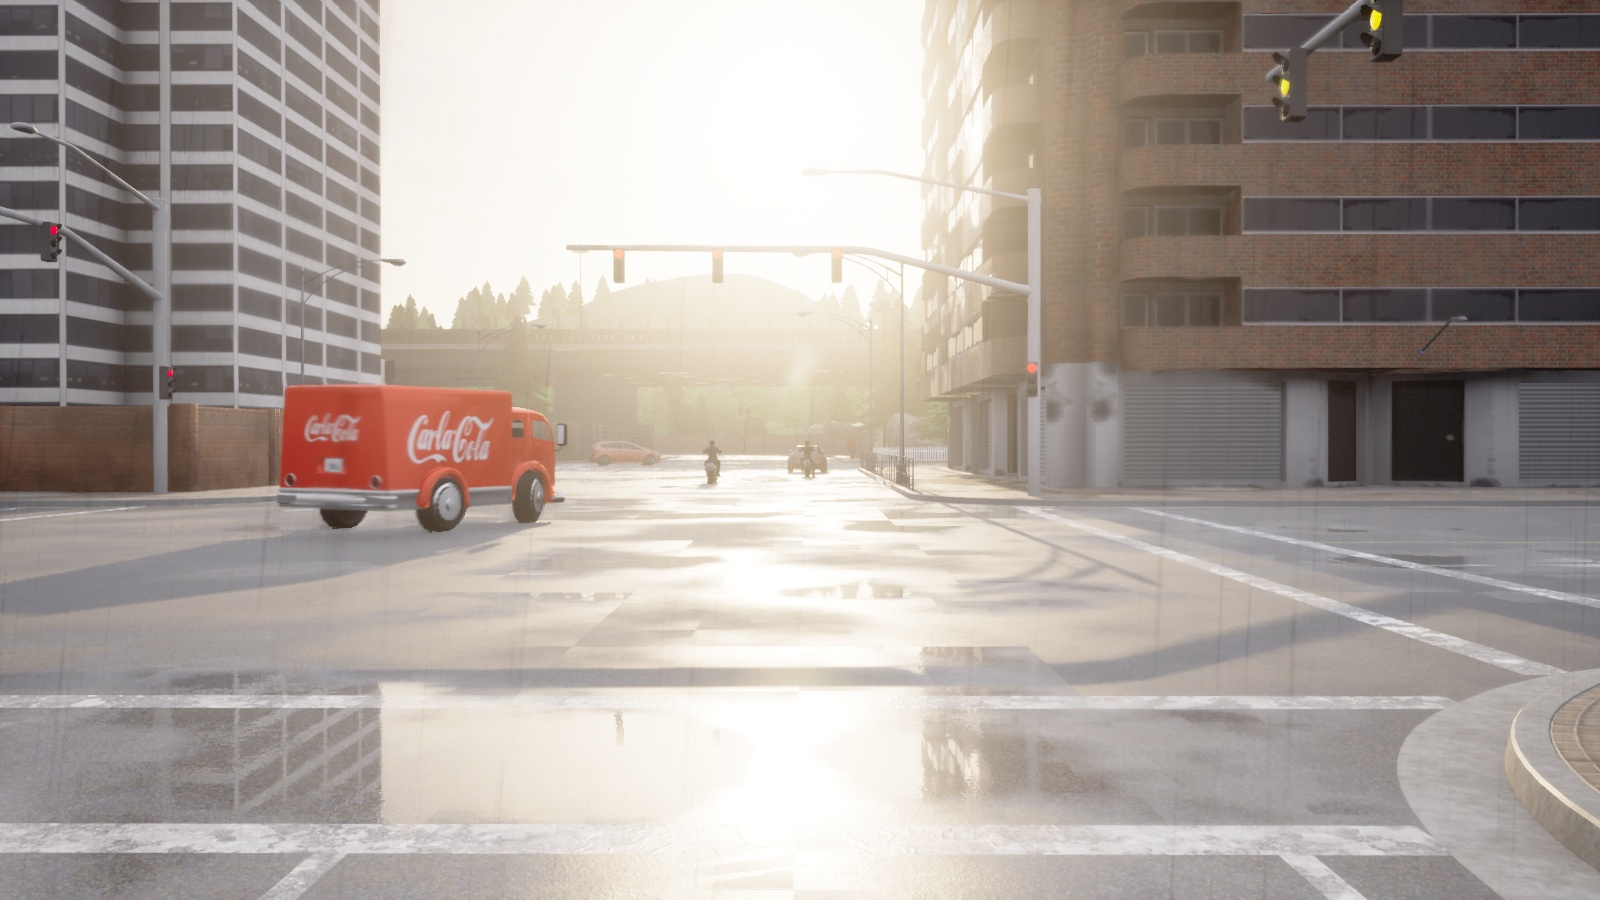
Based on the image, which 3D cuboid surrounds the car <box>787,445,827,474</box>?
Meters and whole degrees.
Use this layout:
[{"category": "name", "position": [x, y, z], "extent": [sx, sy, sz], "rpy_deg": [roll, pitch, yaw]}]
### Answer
[{"category": "car", "position": [0.367, 0.450, 63.841], "extent": [1.994, 1.385, 4.181], "rpy_deg": [0, 0, 0]}]

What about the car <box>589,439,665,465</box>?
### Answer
[{"category": "car", "position": [-11.284, 0.112, 81.669], "extent": [4.611, 1.667, 2.242], "rpy_deg": [0, 1, -16]}]

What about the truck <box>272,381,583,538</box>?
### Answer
[{"category": "truck", "position": [-6.511, 0.124, 22.717], "extent": [2.627, 2.467, 5.204], "rpy_deg": [1, 0, 24]}]

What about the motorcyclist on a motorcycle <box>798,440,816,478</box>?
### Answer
[{"category": "motorcyclist on a motorcycle", "position": [0.320, 0.386, 55.093], "extent": [0.766, 1.649, 2.350], "rpy_deg": [0, 0, 1]}]

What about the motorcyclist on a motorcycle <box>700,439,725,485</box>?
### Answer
[{"category": "motorcyclist on a motorcycle", "position": [-3.227, 0.432, 46.493], "extent": [0.766, 1.649, 2.350], "rpy_deg": [0, 0, 0]}]
